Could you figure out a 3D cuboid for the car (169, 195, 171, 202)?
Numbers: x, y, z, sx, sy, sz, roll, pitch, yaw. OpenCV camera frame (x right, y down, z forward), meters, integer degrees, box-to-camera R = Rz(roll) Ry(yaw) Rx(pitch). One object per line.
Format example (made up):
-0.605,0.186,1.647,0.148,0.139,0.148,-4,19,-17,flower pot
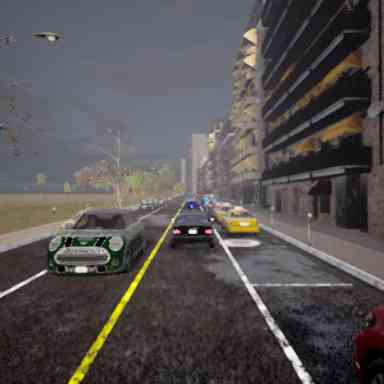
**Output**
-5.492,1.514,62.764,1.947,1.339,4.313,1,0,0,car

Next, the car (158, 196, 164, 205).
-5.442,1.514,45.802,2.008,1.369,4.403,1,0,0,car

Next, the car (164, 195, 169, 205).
-5.474,1.393,57.110,1.967,1.590,4.097,1,0,0,car

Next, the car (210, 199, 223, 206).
2.504,1.493,23.955,1.752,1.417,4.829,1,0,0,car

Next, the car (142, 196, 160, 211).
-5.425,1.520,40.148,2.008,1.369,4.403,1,0,0,car

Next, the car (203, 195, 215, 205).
2.471,1.396,35.106,1.967,1.590,4.097,0,0,0,car

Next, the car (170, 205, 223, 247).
0.028,1.531,14.965,2.033,1.411,5.357,0,0,0,car

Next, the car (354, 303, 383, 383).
2.574,1.308,1.140,2.192,1.841,5.009,1,0,0,car

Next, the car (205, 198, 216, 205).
2.487,1.512,29.445,2.008,1.369,4.403,1,0,0,car

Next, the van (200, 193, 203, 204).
2.438,1.285,46.428,1.690,1.788,3.998,0,0,0,van

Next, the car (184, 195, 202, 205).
-0.021,1.482,39.903,1.812,1.442,4.674,0,0,0,car

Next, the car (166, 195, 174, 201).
-5.559,1.475,85.380,1.887,1.381,4.507,1,0,0,car

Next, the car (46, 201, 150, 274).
-2.780,1.347,10.563,2.097,1.767,4.553,0,0,0,car

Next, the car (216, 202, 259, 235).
2.521,1.499,18.293,1.752,1.417,4.829,1,0,0,car

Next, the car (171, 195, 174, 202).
-5.525,1.379,74.072,1.967,1.590,4.097,1,0,0,car

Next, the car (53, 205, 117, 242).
-5.357,1.519,17.363,1.752,1.417,4.829,1,0,0,car
